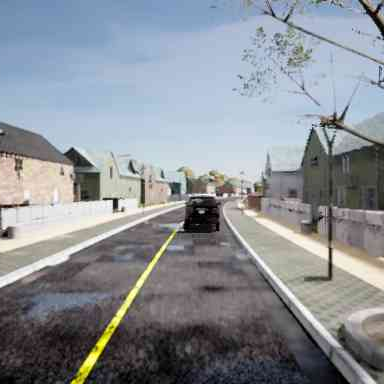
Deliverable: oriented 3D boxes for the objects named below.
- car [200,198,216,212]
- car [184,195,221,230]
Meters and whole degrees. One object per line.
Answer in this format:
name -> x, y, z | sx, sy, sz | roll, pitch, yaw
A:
car -> 1.990, 1.537, 39.976 | 1.812, 1.442, 4.674 | 0, 0, 5
car -> 0.683, 1.228, 21.422 | 2.150, 2.045, 5.566 | 0, 0, 3
